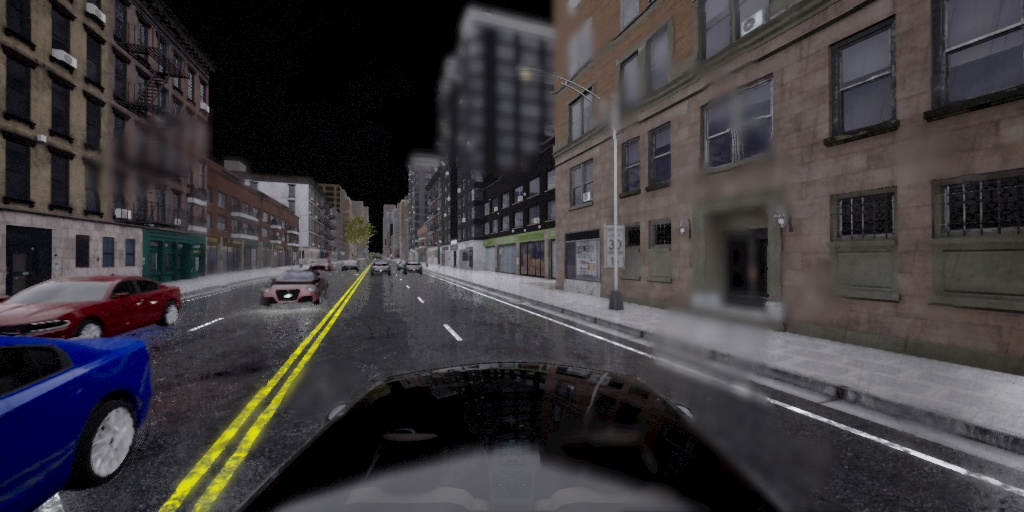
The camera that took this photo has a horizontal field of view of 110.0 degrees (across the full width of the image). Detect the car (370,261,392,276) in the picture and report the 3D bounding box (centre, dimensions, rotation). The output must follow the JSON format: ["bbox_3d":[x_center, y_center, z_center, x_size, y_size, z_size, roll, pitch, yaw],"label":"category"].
[{"bbox_3d":[-13.481,1.215,36.812,2.128,1.511,4.902,0,0,-21],"label":"car"}]

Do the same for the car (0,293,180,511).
[{"bbox_3d":[-3.929,1.228,1.532,1.882,1.535,5.008,0,0,-21],"label":"car"}]

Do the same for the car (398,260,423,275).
[{"bbox_3d":[-10.801,1.214,38.799,2.128,1.511,4.902,0,0,-20],"label":"car"}]

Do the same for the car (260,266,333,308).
[{"bbox_3d":[-9.111,1.308,15.338,1.994,1.385,4.181,0,0,-21],"label":"car"}]

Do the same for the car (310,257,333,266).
[{"bbox_3d":[-23.336,1.061,44.004,2.097,1.767,4.553,0,0,-21],"label":"car"}]

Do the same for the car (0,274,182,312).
[{"bbox_3d":[-10.005,1.226,8.476,1.882,1.535,5.008,0,0,-21],"label":"car"}]

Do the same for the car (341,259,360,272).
[{"bbox_3d":[-20.349,1.186,45.293,1.882,1.535,5.008,0,0,-21],"label":"car"}]
